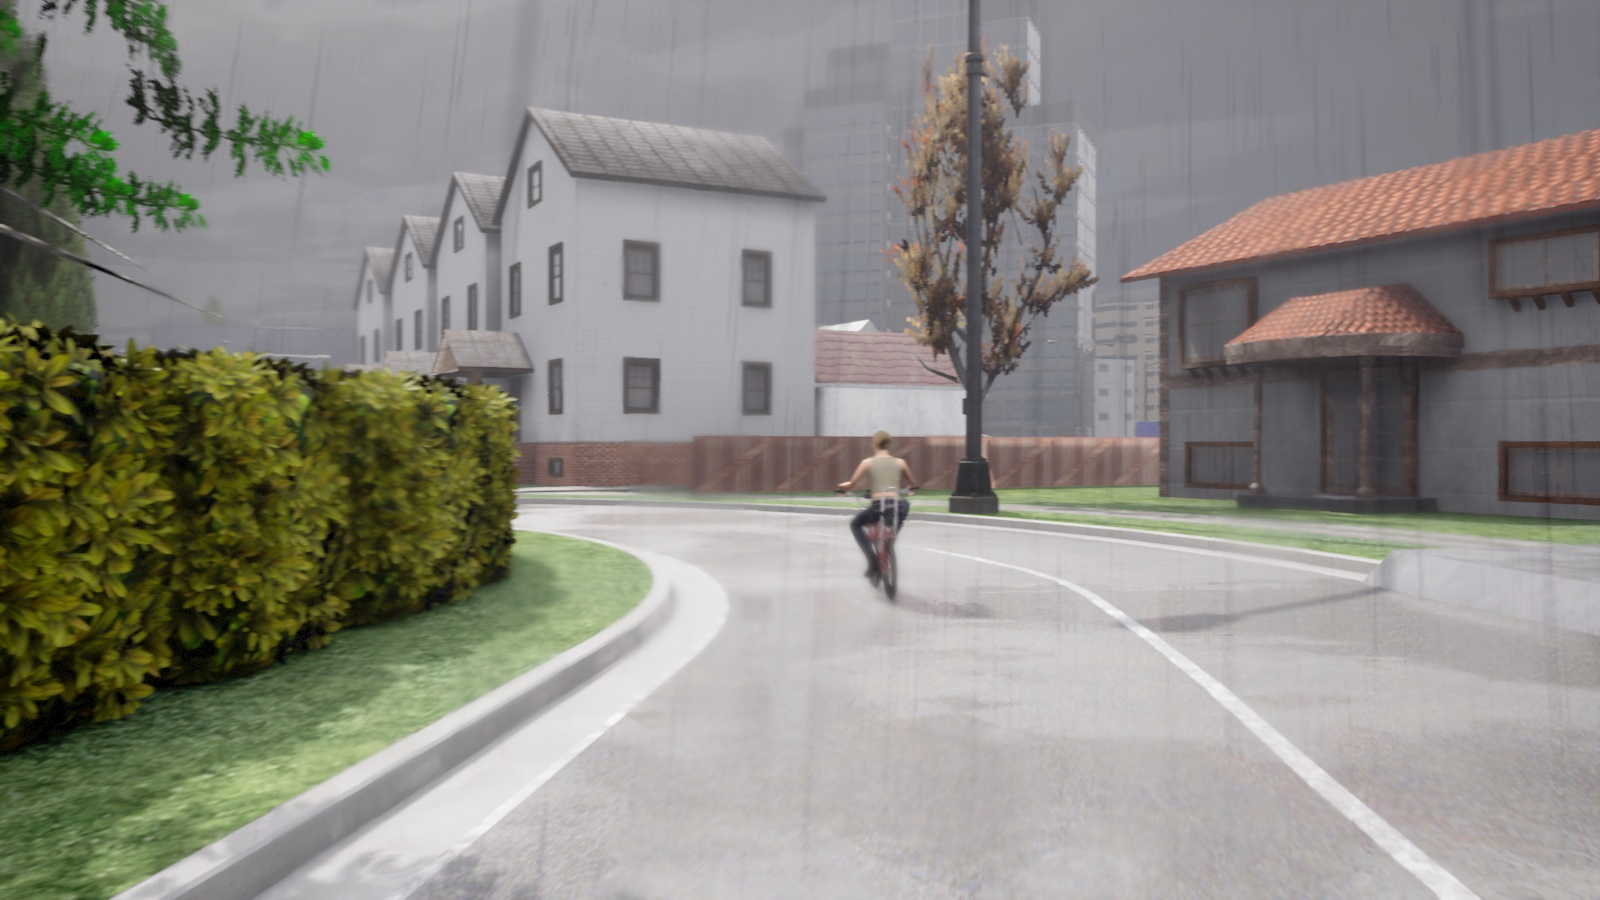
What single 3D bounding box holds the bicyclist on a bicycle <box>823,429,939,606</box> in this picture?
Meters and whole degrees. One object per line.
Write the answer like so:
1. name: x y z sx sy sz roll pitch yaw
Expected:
1. bicyclist on a bicycle: 0.757 0.615 12.310 0.866 1.612 1.509 -1 0 -6
